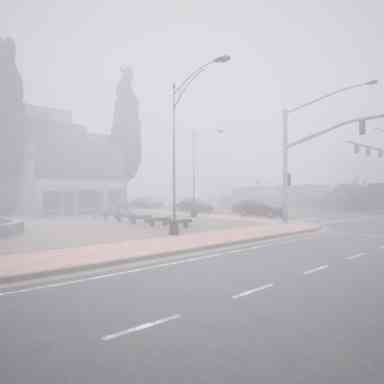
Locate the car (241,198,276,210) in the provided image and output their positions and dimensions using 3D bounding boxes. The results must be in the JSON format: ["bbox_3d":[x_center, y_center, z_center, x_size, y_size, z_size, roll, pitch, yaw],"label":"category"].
[{"bbox_3d":[8.709,1.557,43.990,1.994,1.385,4.181,0,0,-40],"label":"car"}]

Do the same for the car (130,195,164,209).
[{"bbox_3d":[-6.610,1.543,45.527,2.033,1.411,5.357,0,0,-41],"label":"car"}]

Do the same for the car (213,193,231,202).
[{"bbox_3d":[6.859,1.386,69.063,3.806,1.475,1.970,0,0,-42],"label":"car"}]

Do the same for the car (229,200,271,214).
[{"bbox_3d":[6.174,1.558,35.853,1.994,1.385,4.181,0,0,-40],"label":"car"}]

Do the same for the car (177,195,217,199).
[{"bbox_3d":[0.442,1.486,42.622,2.128,1.511,4.902,0,0,-40],"label":"car"}]

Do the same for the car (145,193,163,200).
[{"bbox_3d":[-10.040,1.144,88.044,4.605,1.855,1.932,0,0,-42],"label":"car"}]

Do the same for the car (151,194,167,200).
[{"bbox_3d":[-6.235,1.472,50.523,1.882,1.535,5.008,0,0,-40],"label":"car"}]

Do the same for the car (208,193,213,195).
[{"bbox_3d":[4.940,1.146,71.231,3.866,1.878,1.905,0,0,-42],"label":"car"}]

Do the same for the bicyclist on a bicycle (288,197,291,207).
[{"bbox_3d":[12.886,1.254,44.843,1.656,1.620,0.582,-7,5,-40],"label":"bicyclist on a bicycle"}]

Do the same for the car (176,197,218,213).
[{"bbox_3d":[0.283,1.596,37.393,1.895,1.301,4.718,0,0,-40],"label":"car"}]

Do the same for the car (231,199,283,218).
[{"bbox_3d":[6.320,1.473,30.266,1.882,1.535,5.008,0,0,-40],"label":"car"}]
